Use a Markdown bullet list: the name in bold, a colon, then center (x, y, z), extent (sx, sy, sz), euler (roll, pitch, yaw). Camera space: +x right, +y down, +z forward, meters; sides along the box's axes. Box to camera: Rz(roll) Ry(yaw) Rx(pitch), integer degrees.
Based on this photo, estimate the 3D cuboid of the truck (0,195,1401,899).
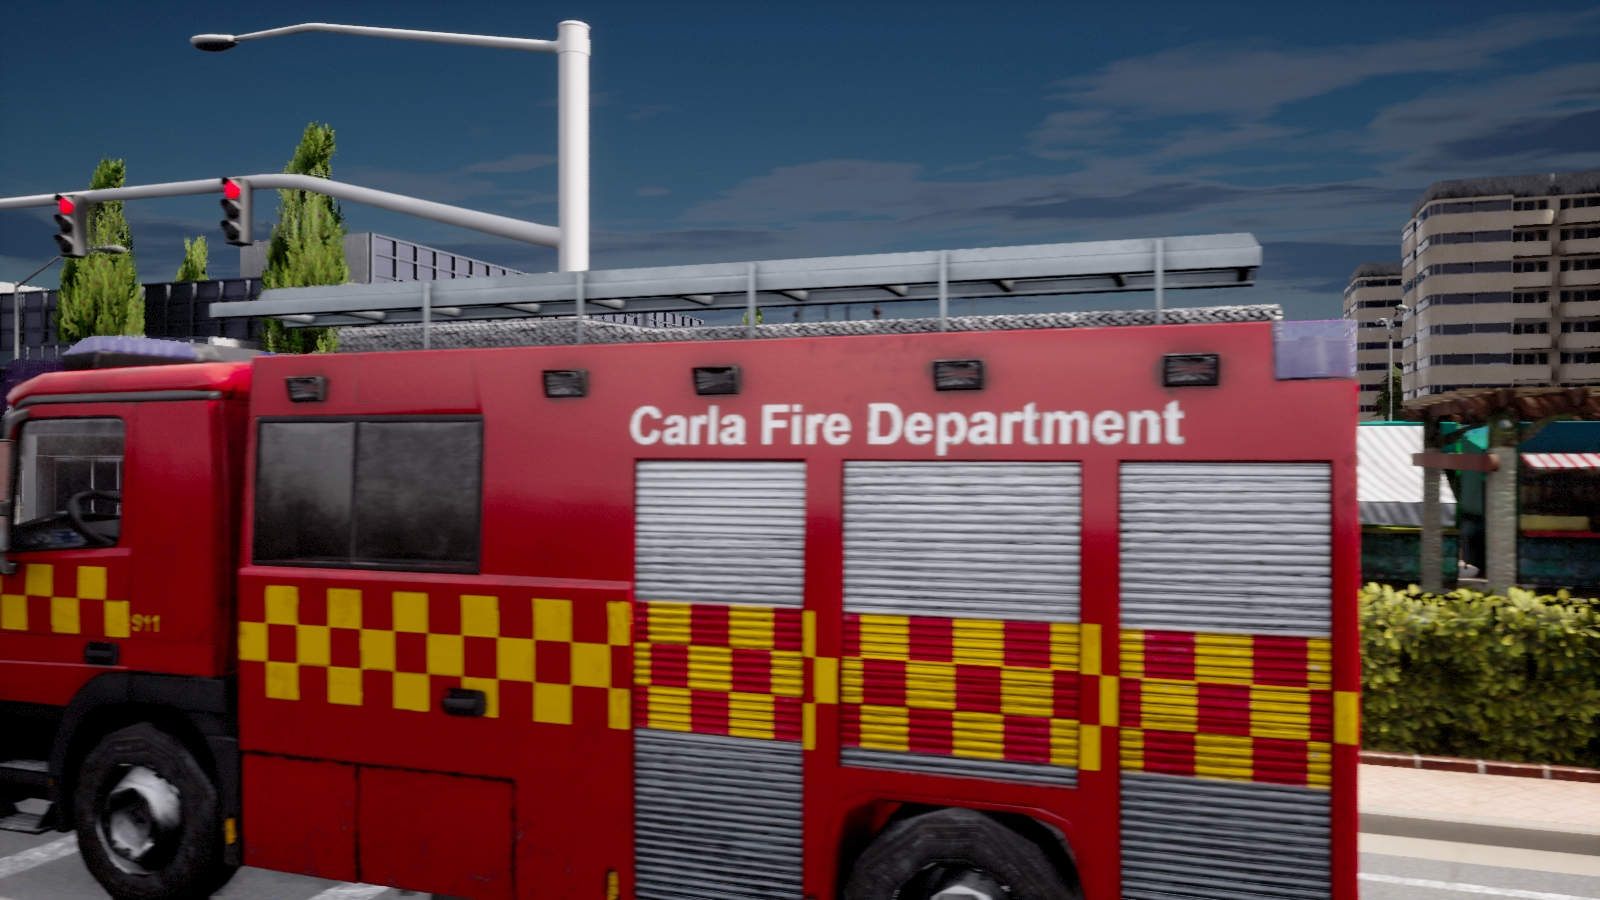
- **truck**: center (-1.112, 0.891, 7.344), extent (8.468, 3.827, 2.891), euler (0, 0, 19)
